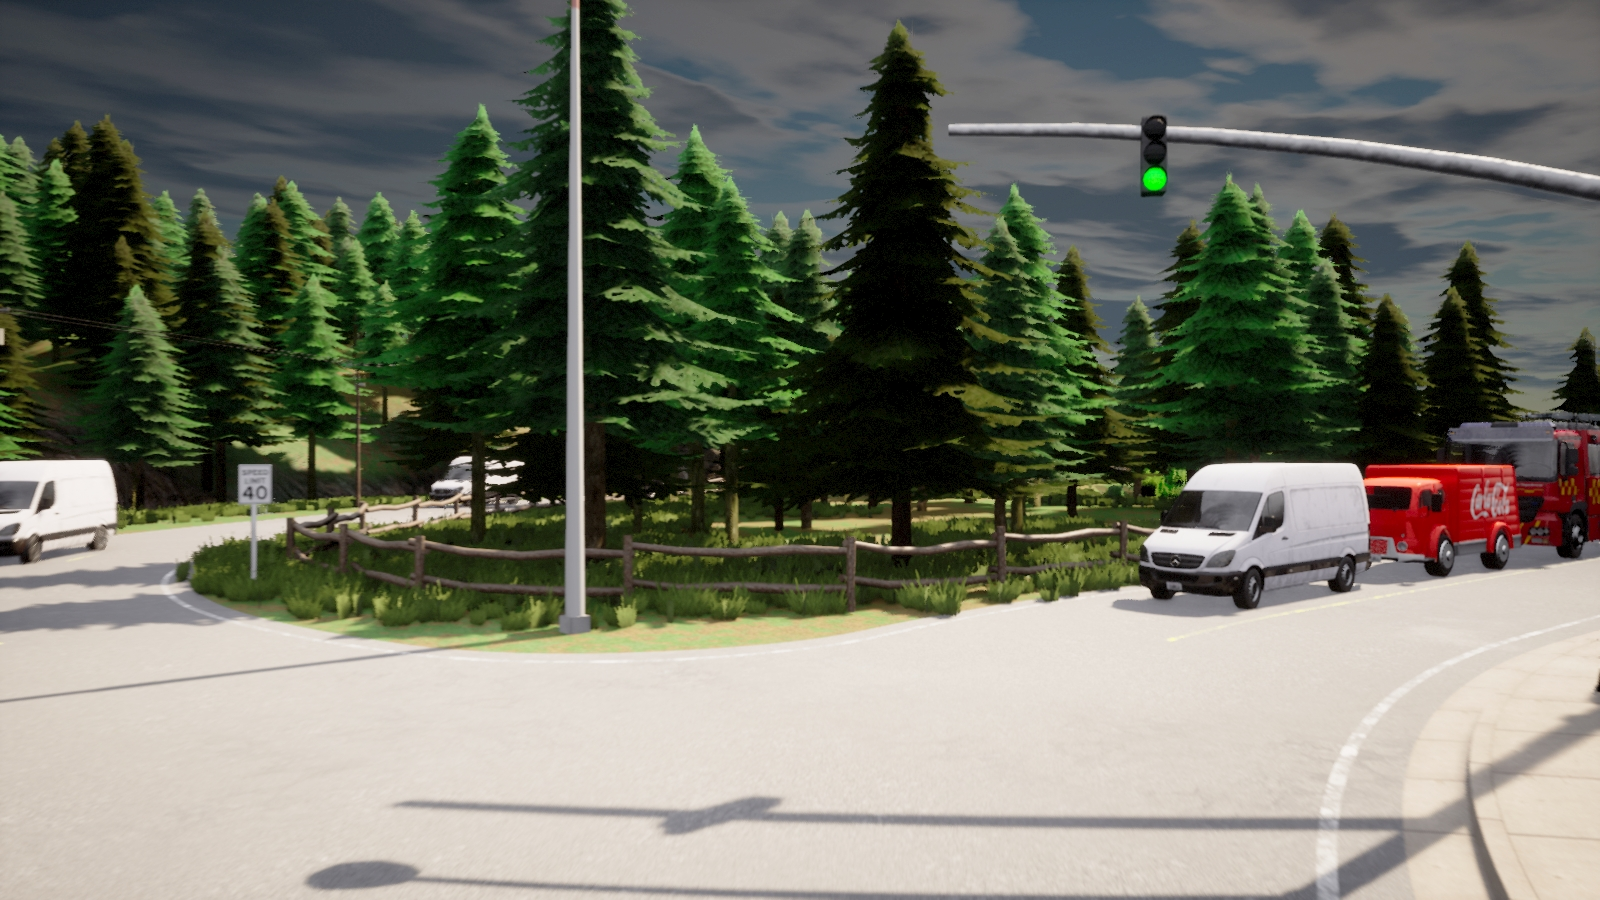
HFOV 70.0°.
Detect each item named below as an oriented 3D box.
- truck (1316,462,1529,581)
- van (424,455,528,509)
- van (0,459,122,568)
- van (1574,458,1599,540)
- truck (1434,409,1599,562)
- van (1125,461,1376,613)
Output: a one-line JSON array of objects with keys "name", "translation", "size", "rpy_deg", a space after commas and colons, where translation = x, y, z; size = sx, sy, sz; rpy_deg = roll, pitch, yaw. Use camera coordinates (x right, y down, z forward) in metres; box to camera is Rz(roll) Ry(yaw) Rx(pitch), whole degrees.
[{"name": "truck", "translation": [14.846, 1.552, 27.139], "size": [5.204, 2.467, 2.627], "rpy_deg": [0, 0, -39]}, {"name": "van", "translation": [-16.373, 1.560, 58.120], "size": [1.988, 2.561, 5.915], "rpy_deg": [0, 0, 20]}, {"name": "van", "translation": [-20.253, 1.546, 30.152], "size": [1.988, 2.561, 5.915], "rpy_deg": [0, 0, -9]}, {"name": "van", "translation": [27.459, 1.529, 37.274], "size": [5.915, 2.561, 1.988], "rpy_deg": [0, 0, -39]}, {"name": "truck", "translation": [21.332, 0.883, 32.367], "size": [8.468, 3.827, 2.891], "rpy_deg": [0, 0, -39]}, {"name": "van", "translation": [8.889, 1.520, 22.235], "size": [5.915, 2.561, 1.988], "rpy_deg": [0, 0, -40]}]
